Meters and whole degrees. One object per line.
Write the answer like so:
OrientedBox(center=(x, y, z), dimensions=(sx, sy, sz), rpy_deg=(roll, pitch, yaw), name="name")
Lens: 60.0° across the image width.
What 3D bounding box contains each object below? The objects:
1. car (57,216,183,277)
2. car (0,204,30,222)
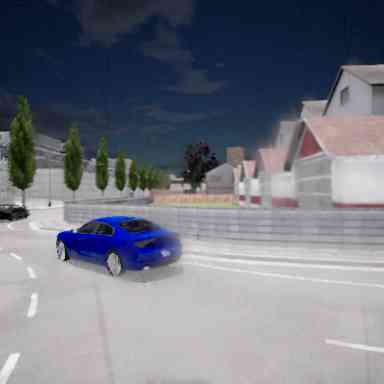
OrientedBox(center=(-2.467, 1.497, 10.460), dimensions=(5.008, 1.535, 1.882), rpy_deg=(-1, 1, 43), name="car")
OrientedBox(center=(-15.445, 1.733, 28.244), dimensions=(1.994, 1.385, 4.181), rpy_deg=(-1, 0, -5), name="car")
